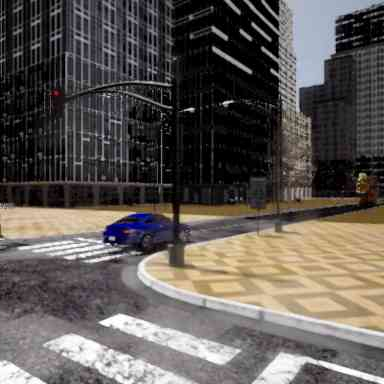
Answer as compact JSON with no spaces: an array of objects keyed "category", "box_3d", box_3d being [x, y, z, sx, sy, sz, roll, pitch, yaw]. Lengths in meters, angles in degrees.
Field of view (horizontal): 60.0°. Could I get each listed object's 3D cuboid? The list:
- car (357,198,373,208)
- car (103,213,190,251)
[{"category":"car","box_3d":[29.299,1.817,56.189,1.837,1.490,4.892,0,0,37]},{"category":"car","box_3d":[-1.881,1.644,14.831,1.812,1.442,4.674,-1,-1,31]}]
